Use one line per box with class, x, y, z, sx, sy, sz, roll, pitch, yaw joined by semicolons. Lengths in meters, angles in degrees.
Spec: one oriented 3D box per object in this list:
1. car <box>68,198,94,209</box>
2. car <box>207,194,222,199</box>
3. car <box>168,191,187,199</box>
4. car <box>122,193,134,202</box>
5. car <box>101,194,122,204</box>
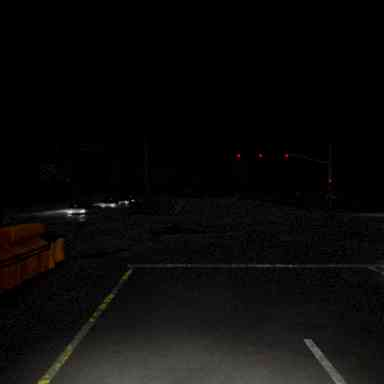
car;-14.088;1.437;42.410;1.895;1.301;4.718;0;0;0
car;6.915;1.145;94.695;2.033;1.411;5.357;0;0;-18
car;-4.255;0.822;95.251;2.150;2.045;5.566;0;0;-22
car;-13.999;1.218;69.293;1.837;1.490;4.892;0;0;0
car;-14.065;1.124;57.124;2.097;1.767;4.553;0;0;0
